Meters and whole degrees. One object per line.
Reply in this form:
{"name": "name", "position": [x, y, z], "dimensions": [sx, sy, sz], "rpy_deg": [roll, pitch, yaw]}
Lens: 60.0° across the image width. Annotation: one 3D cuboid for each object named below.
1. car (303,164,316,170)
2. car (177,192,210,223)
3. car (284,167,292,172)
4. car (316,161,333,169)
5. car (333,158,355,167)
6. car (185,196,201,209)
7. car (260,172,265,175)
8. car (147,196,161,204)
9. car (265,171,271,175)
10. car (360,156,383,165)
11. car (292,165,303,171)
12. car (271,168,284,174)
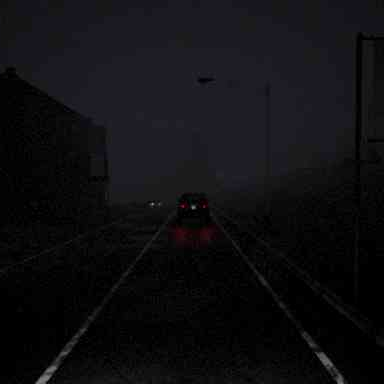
{"name": "car", "position": [22.082, -4.288, 59.052], "dimensions": [2.002, 1.452, 4.674], "rpy_deg": [0, 1, -3]}
{"name": "car", "position": [0.094, 1.033, 23.608], "dimensions": [2.150, 2.045, 5.566], "rpy_deg": [0, 1, 0]}
{"name": "car", "position": [21.718, -4.588, 70.110], "dimensions": [2.231, 1.521, 4.892], "rpy_deg": [0, 1, -1]}
{"name": "car", "position": [22.435, -4.184, 53.516], "dimensions": [2.097, 1.535, 5.008], "rpy_deg": [0, 1, -4]}
{"name": "car", "position": [22.904, -4.165, 48.010], "dimensions": [2.185, 1.767, 4.553], "rpy_deg": [0, 2, -5]}
{"name": "car", "position": [0.083, 1.247, 41.070], "dimensions": [1.812, 1.442, 4.674], "rpy_deg": [0, 0, 0]}
{"name": "car", "position": [21.232, -5.145, 92.209], "dimensions": [2.185, 1.767, 4.553], "rpy_deg": [0, 1, -1]}
{"name": "car", "position": [-7.602, 1.544, 66.266], "dimensions": [1.812, 1.442, 4.674], "rpy_deg": [0, -1, -20]}
{"name": "car", "position": [21.357, -4.870, 86.538], "dimensions": [2.002, 1.452, 4.674], "rpy_deg": [0, 1, -1]}
{"name": "car", "position": [23.526, -3.862, 42.322], "dimensions": [2.163, 1.488, 4.792], "rpy_deg": [0, 1, -6]}
{"name": "car", "position": [21.847, -4.467, 64.593], "dimensions": [2.231, 1.521, 4.892], "rpy_deg": [0, 1, -1]}
{"name": "car", "position": [21.477, -4.929, 81.044], "dimensions": [2.185, 1.767, 4.553], "rpy_deg": [0, 1, -1]}
